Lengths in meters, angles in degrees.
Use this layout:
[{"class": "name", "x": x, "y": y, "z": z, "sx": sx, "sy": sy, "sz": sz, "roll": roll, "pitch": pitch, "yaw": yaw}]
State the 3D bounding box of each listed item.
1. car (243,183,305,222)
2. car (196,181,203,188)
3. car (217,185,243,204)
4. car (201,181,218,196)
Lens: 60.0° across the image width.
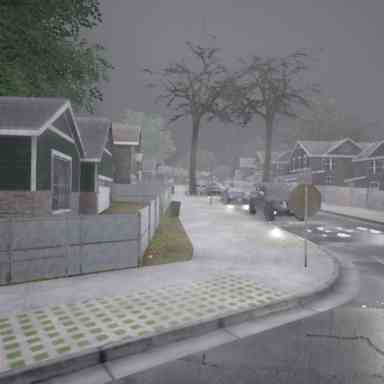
[{"class": "car", "x": 5.020, "y": 0.522, "z": 20.079, "sx": 2.150, "sy": 2.045, "sz": 5.566, "roll": 1, "pitch": 3, "yaw": -6}, {"class": "car", "x": 1.264, "y": -1.299, "z": 57.806, "sx": 1.882, "sy": 1.535, "sz": 5.008, "roll": 1, "pitch": 2, "yaw": -6}, {"class": "car", "x": 3.893, "y": 0.298, "z": 31.054, "sx": 1.812, "sy": 1.442, "sz": 4.674, "roll": 1, "pitch": 3, "yaw": -6}, {"class": "car", "x": 2.726, "y": -0.237, "z": 42.568, "sx": 2.033, "sy": 1.411, "sz": 5.357, "roll": 1, "pitch": 3, "yaw": -6}]
